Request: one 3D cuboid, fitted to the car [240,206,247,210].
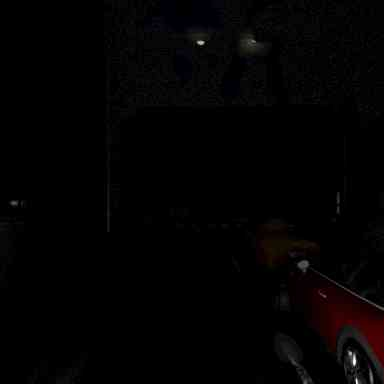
[{"bbox_3d":[2.240,1.559,29.487,5.357,1.411,2.033,0,0,0],"label":"car"}]

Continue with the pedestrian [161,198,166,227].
[{"bbox_3d":[-1.793,1.304,21.247,0.375,1.860,0.375,0,0,0],"label":"pedestrian"}]

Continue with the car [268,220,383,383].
[{"bbox_3d":[2.642,1.441,4.977,1.967,1.590,4.097,0,0,0],"label":"car"}]

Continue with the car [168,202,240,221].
[{"bbox_3d":[0.798,1.542,26.526,5.357,1.411,2.033,0,0,0],"label":"car"}]

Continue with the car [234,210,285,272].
[{"bbox_3d":[2.639,1.529,10.585,1.752,1.417,4.829,0,0,0],"label":"car"}]
